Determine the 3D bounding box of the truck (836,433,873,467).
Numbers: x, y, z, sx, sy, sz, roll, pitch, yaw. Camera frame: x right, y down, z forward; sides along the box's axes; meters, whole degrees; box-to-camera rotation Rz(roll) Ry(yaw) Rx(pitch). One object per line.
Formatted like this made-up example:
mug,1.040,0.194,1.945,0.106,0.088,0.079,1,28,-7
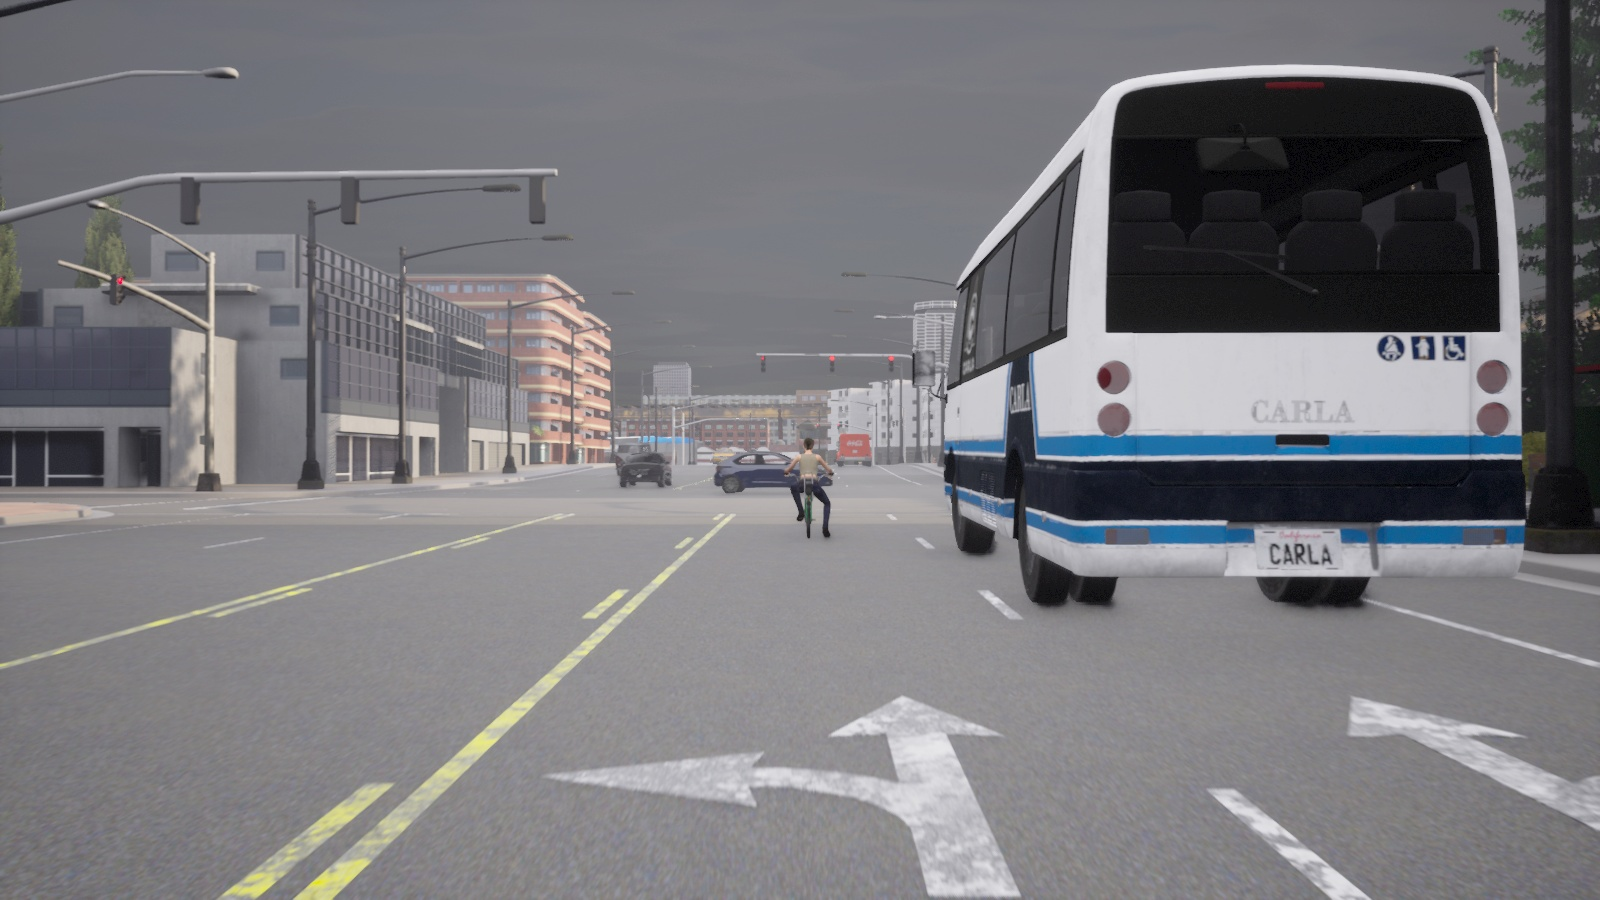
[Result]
truck,4.057,-0.008,94.855,2.627,2.467,5.204,0,0,0

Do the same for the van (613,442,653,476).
van,-10.053,0.510,75.769,1.775,1.987,4.442,0,1,0

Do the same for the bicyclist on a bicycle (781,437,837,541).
bicyclist on a bicycle,0.137,0.606,20.300,0.866,1.612,1.509,0,0,0

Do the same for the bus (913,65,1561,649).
bus,3.650,-0.696,14.319,3.944,4.253,10.273,0,0,1

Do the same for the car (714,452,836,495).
car,-0.840,0.800,44.212,4.193,1.474,1.816,0,0,2

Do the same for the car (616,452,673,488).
car,-6.675,0.842,54.405,1.837,1.490,4.892,0,0,0
